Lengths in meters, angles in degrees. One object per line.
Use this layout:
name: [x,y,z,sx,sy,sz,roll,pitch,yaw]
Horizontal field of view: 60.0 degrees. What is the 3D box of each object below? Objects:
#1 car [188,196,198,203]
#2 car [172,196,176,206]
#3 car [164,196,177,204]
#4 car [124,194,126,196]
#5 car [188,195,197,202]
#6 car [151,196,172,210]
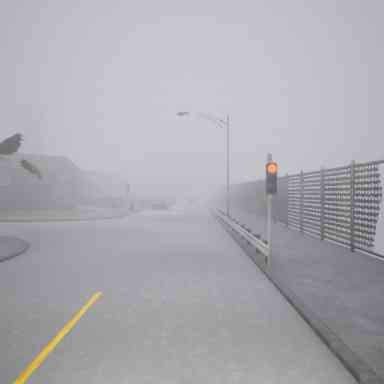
car: [0.168,1.547,67.996,2.033,1.411,5.357,0,0,-1]
car: [-4.041,1.505,52.496,1.837,1.490,4.892,0,0,0]
car: [-3.999,1.547,62.952,2.033,1.411,5.357,0,0,0]
car: [-17.204,1.134,78.223,3.633,1.501,1.845,0,0,0]
car: [0.074,1.540,78.624,2.033,1.411,5.357,0,0,0]
car: [-4.058,1.478,42.778,1.882,1.535,5.008,0,0,0]
